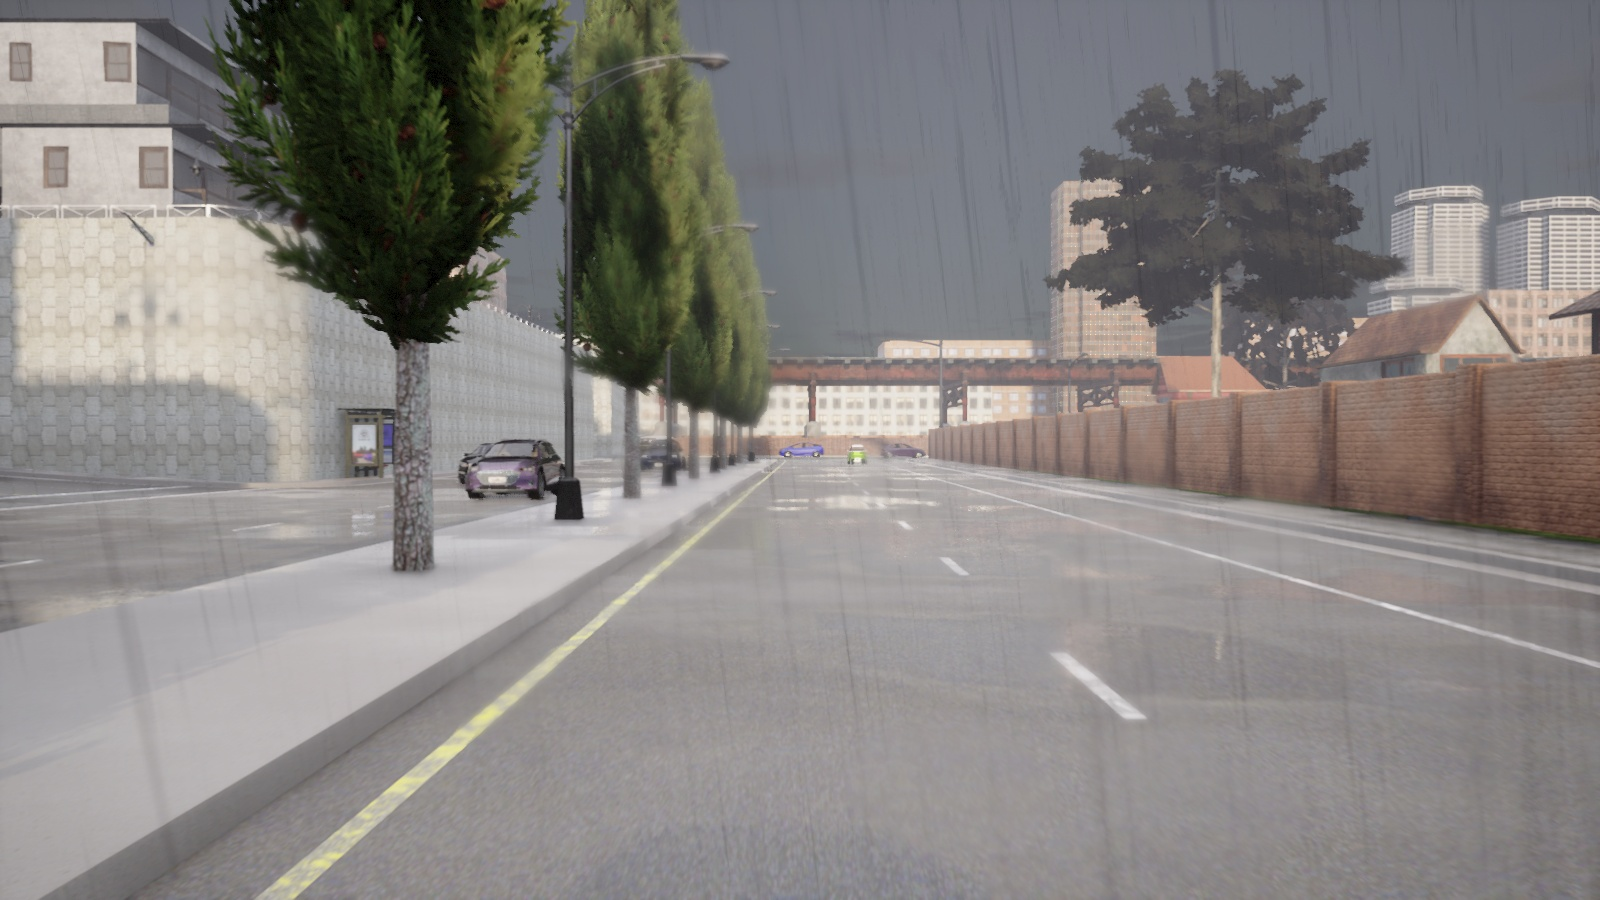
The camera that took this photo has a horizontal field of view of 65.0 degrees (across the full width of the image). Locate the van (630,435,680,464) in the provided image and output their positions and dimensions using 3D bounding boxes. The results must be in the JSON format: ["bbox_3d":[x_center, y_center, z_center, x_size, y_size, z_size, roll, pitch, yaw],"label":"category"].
[{"bbox_3d":[-10.367,-0.046,90.018,2.069,2.038,4.480,0,0,14],"label":"van"}]

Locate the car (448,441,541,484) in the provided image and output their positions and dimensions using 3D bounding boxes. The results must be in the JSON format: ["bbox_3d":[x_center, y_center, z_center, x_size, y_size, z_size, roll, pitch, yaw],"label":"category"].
[{"bbox_3d":[-11.278,0.431,46.658,2.128,1.511,4.902,0,0,2],"label":"car"}]

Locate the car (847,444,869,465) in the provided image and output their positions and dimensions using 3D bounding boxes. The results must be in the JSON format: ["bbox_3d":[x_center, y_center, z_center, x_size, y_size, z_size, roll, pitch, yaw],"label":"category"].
[{"bbox_3d":[3.996,0.314,87.081,1.481,1.376,2.207,0,1,1],"label":"car"}]

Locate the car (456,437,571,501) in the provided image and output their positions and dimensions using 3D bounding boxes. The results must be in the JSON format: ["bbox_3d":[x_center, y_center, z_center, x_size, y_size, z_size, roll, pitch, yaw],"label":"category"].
[{"bbox_3d":[-7.788,0.470,34.646,2.033,1.649,4.856,0,0,0],"label":"car"}]

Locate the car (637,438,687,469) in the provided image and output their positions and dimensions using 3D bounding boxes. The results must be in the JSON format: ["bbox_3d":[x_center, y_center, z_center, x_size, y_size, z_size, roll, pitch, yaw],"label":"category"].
[{"bbox_3d":[-7.586,0.193,69.592,2.242,1.667,4.611,0,0,0],"label":"car"}]
